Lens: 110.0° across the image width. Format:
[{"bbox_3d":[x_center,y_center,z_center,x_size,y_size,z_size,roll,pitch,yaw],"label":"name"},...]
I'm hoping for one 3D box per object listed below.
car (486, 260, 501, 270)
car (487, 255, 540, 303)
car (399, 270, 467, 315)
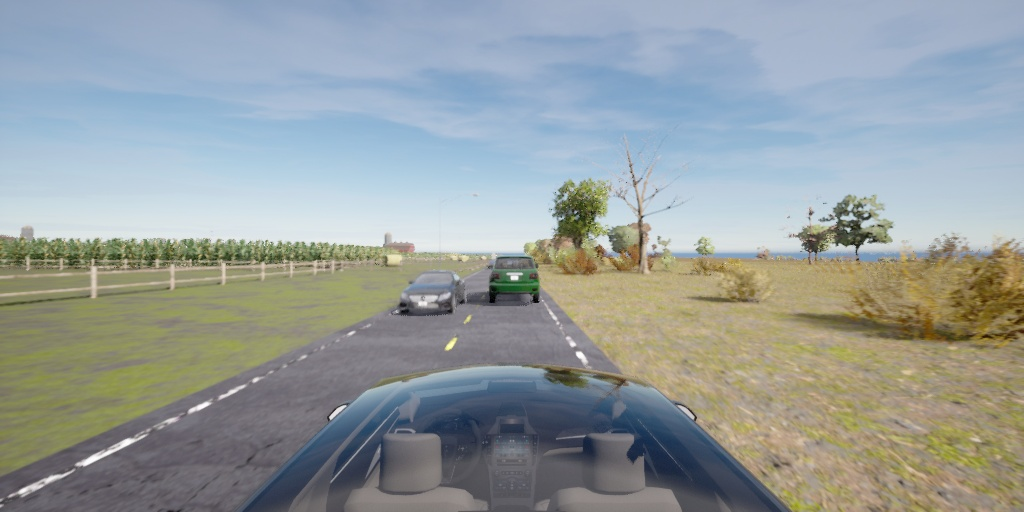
[{"bbox_3d":[-2.812,1.300,55.510,2.033,1.411,5.357,0,0,1],"label":"car"},{"bbox_3d":[0.100,0.966,16.898,2.150,2.045,5.566,0,0,0],"label":"car"},{"bbox_3d":[-2.851,1.271,13.799,1.812,1.442,4.674,0,0,0],"label":"car"}]
